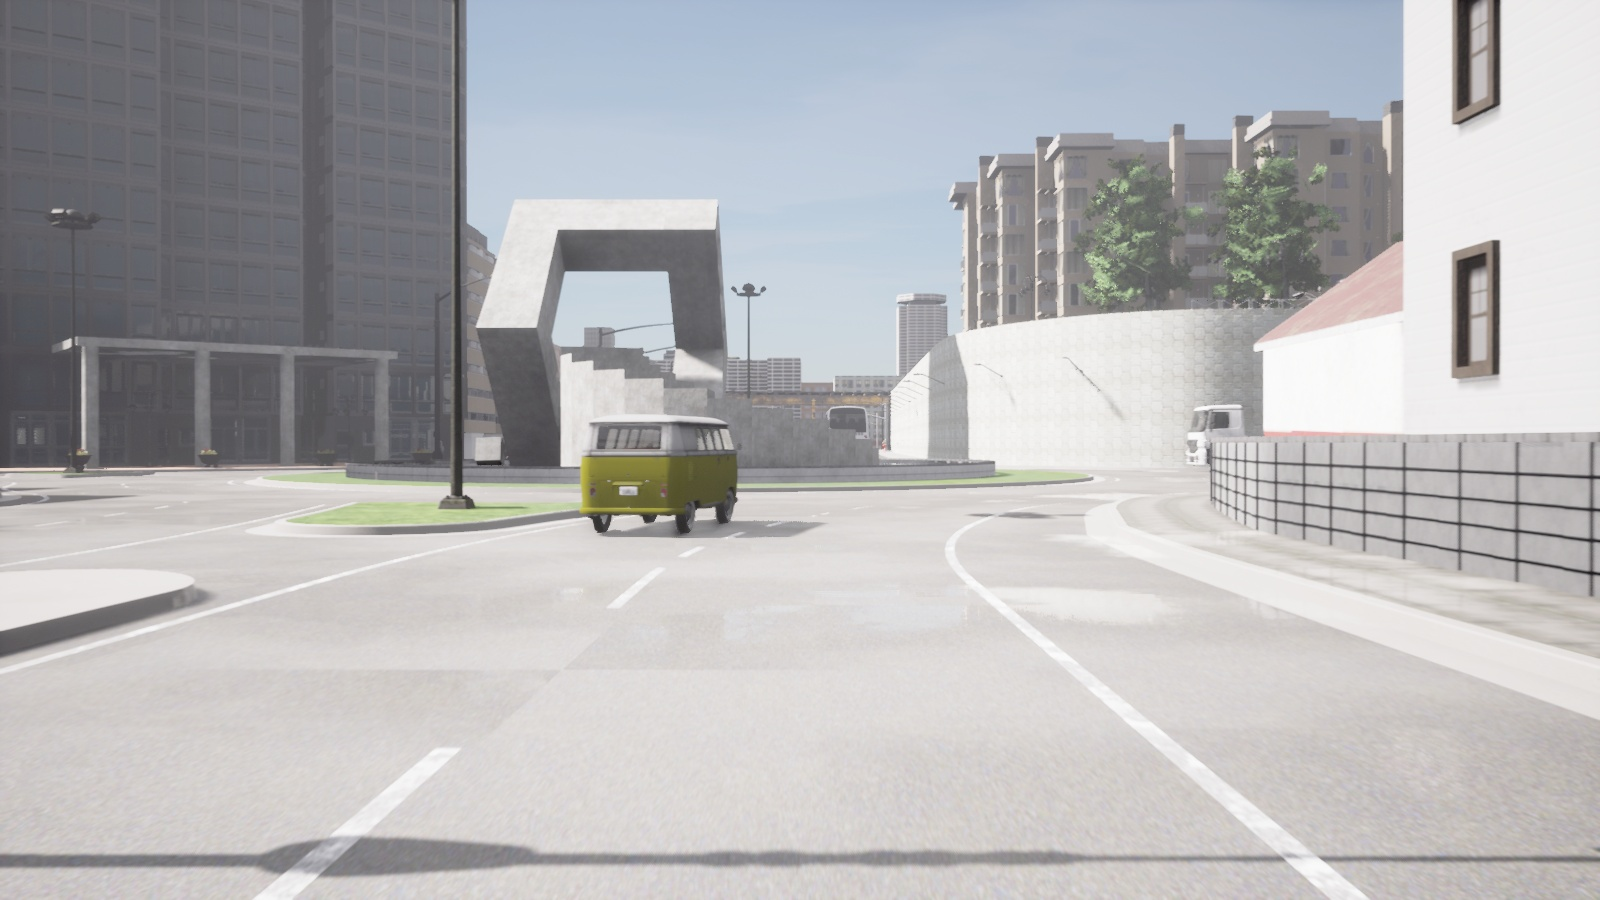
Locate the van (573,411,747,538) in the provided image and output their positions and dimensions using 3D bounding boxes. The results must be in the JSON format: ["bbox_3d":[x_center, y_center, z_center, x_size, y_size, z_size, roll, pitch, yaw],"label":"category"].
[{"bbox_3d":[-2.326,0.373,22.095,1.775,1.987,4.442,0,0,11],"label":"van"}]

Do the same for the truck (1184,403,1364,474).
[{"bbox_3d":[23.584,-0.570,62.805,7.936,3.462,2.891,0,0,4],"label":"truck"}]

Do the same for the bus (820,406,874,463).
[{"bbox_3d":[3.613,-1.185,98.993,3.944,4.253,10.273,0,0,0],"label":"bus"}]
